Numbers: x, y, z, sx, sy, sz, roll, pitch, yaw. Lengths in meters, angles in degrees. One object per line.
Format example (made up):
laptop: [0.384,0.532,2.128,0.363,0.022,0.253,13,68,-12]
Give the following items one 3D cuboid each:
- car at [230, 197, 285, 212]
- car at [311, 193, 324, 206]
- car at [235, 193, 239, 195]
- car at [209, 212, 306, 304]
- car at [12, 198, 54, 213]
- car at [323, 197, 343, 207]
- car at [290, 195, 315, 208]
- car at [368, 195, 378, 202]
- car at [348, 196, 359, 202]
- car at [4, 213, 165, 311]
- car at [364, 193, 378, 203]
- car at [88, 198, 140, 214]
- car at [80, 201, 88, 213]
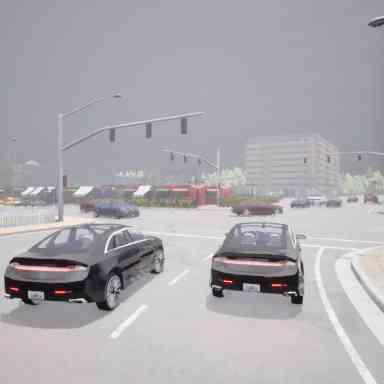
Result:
car: [6.139,1.521,31.542,5.008,1.535,1.882,0,1,-14]
car: [21.106,1.221,56.454,2.150,2.045,5.566,0,0,31]
car: [11.184,1.209,88.562,4.605,1.855,1.932,0,0,32]
car: [1.746,1.492,8.255,2.128,1.511,4.902,0,0,16]
car: [-16.981,1.548,35.987,4.902,1.511,2.128,0,0,32]
car: [21.516,1.525,50.071,1.812,1.442,4.674,0,0,31]
car: [15.485,1.547,47.290,2.033,1.411,5.357,0,0,31]
car: [42.163,1.524,77.348,1.812,1.442,4.674,0,0,31]
car: [35.391,1.525,72.976,2.128,1.511,4.902,0,0,31]
car: [-2.071,1.492,7.862,2.128,1.511,4.902,0,0,12]
car: [36.645,1.225,68.314,2.150,2.045,5.566,0,0,31]
car: [-6.611,1.406,29.103,4.553,1.767,2.097,0,0,39]
car: [-9.860,1.533,35.689,5.008,1.535,1.882,1,0,32]
